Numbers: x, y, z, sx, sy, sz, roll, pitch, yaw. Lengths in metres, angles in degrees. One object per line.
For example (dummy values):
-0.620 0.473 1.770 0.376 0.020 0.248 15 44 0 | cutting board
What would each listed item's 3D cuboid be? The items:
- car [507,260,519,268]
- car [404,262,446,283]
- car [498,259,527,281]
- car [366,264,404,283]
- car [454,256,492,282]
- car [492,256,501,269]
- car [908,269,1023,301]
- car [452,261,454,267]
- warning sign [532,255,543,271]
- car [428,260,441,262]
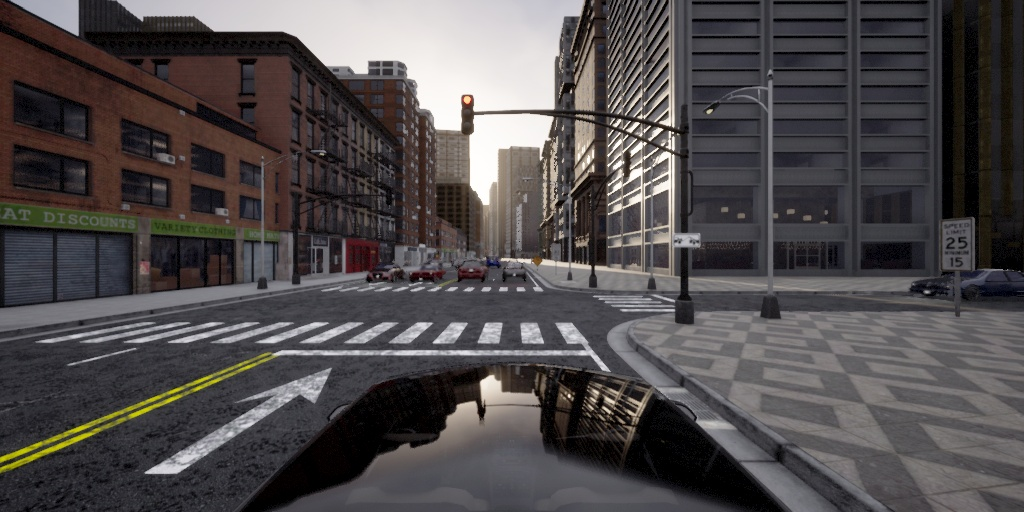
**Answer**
0.249 1.316 59.520 1.895 1.301 4.718 0 0 1 | car
-6.512 1.346 27.866 1.895 1.301 4.718 0 0 0 | car
0.196 1.235 29.774 2.128 1.511 4.902 0 0 0 | car
-9.760 1.308 28.018 1.994 1.385 4.181 0 0 0 | car
-3.057 1.096 29.043 2.097 1.767 4.553 0 0 0 | car
-3.022 0.939 57.588 2.150 2.045 5.566 0 0 1 | car
22.290 1.316 16.939 5.357 1.411 2.033 0 0 0 | car
-6.434 1.230 48.170 1.837 1.490 4.892 0 0 0 | car
2.988 0.847 42.157 1.300 1.860 1.060 0 0 0 | warning sign
-9.701 1.221 44.151 2.128 1.511 4.902 0 0 0 | car
